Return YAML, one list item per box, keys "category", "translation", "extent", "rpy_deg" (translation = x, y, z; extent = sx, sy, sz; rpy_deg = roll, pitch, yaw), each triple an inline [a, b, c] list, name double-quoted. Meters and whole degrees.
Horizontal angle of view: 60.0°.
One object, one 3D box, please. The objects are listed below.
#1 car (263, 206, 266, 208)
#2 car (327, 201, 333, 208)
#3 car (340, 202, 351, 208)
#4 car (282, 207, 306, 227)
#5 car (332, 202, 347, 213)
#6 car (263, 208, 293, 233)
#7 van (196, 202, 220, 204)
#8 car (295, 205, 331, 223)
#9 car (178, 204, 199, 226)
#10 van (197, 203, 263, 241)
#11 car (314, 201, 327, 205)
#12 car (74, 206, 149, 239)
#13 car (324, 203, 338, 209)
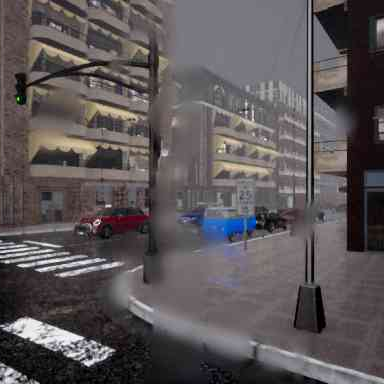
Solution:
- category: "car"
  translation: [6.606, 2.163, 35.118]
  extent: [1.837, 1.490, 4.892]
  rpy_deg: [0, -1, 36]
- category: "car"
  translation: [27.369, 2.729, 68.819]
  extent: [2.192, 1.841, 5.009]
  rpy_deg: [-1, -2, 35]
- category: "car"
  translation: [40.118, 3.376, 86.733]
  extent: [1.752, 1.417, 4.829]
  rpy_deg: [-1, -2, 35]
- category: "car"
  translation: [8.513, 2.158, 27.907]
  extent: [1.802, 1.307, 4.206]
  rpy_deg: [-1, -2, 35]
- category: "car"
  translation: [25.932, 2.723, 56.781]
  extent: [1.837, 1.490, 4.892]
  rpy_deg: [0, -1, 36]
- category: "car"
  translation: [5.303, 2.035, 23.394]
  extent: [1.947, 1.339, 4.313]
  rpy_deg: [-1, -2, 35]
- category: "van"
  translation: [1.681, 1.903, 32.709]
  extent: [1.690, 1.788, 3.998]
  rpy_deg: [-1, -2, 35]
- category: "car"
  translation: [11.725, 2.233, 32.422]
  extent: [2.008, 1.369, 4.403]
  rpy_deg: [-1, -2, 35]
- category: "car"
  translation: [0.803, 1.991, 26.970]
  extent: [1.812, 1.442, 4.674]
  rpy_deg: [0, -1, 35]
- category: "van"
  translation: [2.229, 1.704, 18.787]
  extent: [1.690, 1.788, 3.998]
  rpy_deg: [-1, -2, 35]
- category: "car"
  translation: [24.159, 2.889, 64.299]
  extent: [1.802, 1.307, 4.206]
  rpy_deg: [-1, -2, 35]
- category: "car"
  translation: [-4.549, 1.639, 19.411]
  extent: [2.097, 1.767, 4.553]
  rpy_deg: [0, -1, 35]
- category: "car"
  translation: [30.581, 3.064, 73.327]
  extent: [1.887, 1.381, 4.507]
  rpy_deg: [-1, -2, 35]
